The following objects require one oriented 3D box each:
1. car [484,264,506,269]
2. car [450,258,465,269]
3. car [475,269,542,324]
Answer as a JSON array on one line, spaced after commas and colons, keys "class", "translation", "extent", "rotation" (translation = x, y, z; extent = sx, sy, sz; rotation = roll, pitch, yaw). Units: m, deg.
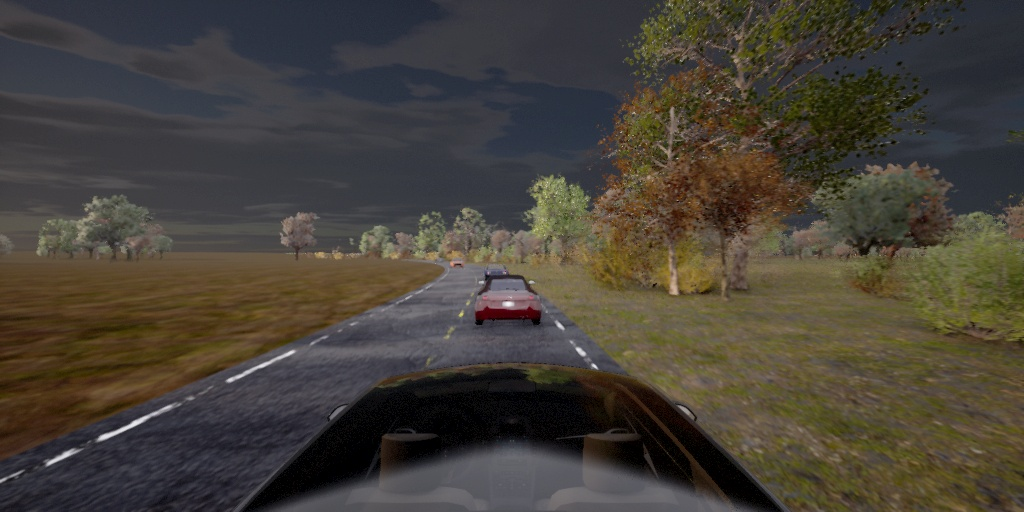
[{"class": "car", "translation": [-1.391, 1.327, 29.710], "extent": [1.895, 1.301, 4.718], "rotation": [0, 0, -6]}, {"class": "car", "translation": [-8.708, 1.056, 57.109], "extent": [2.097, 1.767, 4.553], "rotation": [0, 0, -11]}, {"class": "car", "translation": [-0.168, 1.305, 11.951], "extent": [1.994, 1.385, 4.181], "rotation": [0, 0, -2]}]
